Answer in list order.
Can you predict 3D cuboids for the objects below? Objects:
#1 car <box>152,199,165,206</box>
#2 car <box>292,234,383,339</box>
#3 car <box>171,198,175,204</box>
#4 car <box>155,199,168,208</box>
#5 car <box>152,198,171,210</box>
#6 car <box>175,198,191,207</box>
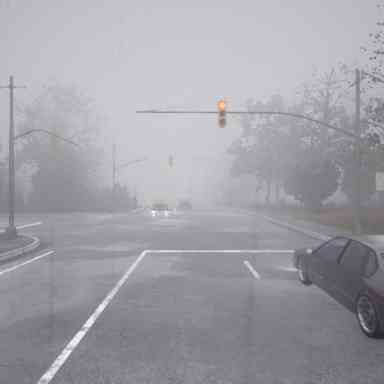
[{"bbox_3d":[-6.611,2.016,64.919,2.033,1.411,5.357,0,-1,-10],"label":"car"},{"bbox_3d":[3.591,1.547,6.501,2.033,1.411,5.357,0,0,0],"label":"car"},{"bbox_3d":[-4.550,2.189,83.055,2.097,1.767,4.553,0,-1,-22],"label":"car"},{"bbox_3d":[-5.010,1.786,54.393,2.033,1.411,5.357,0,-1,-7],"label":"car"},{"bbox_3d":[-4.138,1.559,43.881,1.882,1.535,5.008,0,-1,-3],"label":"car"},{"bbox_3d":[-1.214,1.772,54.114,2.033,1.411,5.357,0,-1,-6],"label":"car"}]
